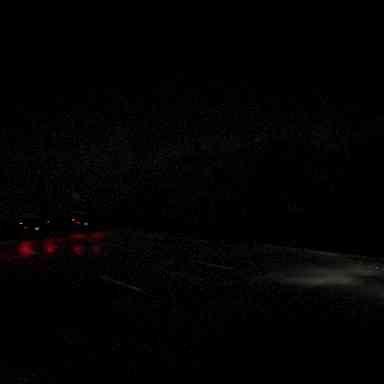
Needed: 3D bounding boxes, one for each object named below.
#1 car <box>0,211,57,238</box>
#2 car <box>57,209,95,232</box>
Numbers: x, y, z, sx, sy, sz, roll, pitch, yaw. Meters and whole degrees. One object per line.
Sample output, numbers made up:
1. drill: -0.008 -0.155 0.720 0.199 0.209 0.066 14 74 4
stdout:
1. car: -10.038 1.838 19.739 1.812 1.442 4.674 1 -2 -44
2. car: -8.450 1.895 23.123 1.812 1.442 4.674 1 -1 -44
